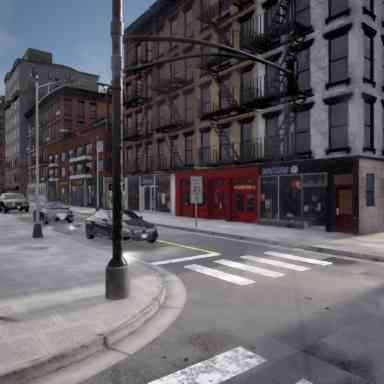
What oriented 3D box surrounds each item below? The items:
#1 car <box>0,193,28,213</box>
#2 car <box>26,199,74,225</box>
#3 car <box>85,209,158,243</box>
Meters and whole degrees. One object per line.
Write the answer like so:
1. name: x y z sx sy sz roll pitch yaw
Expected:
1. car: -19.106 1.153 35.697 2.150 2.045 5.566 0 1 -37
2. car: -10.035 1.455 23.862 2.128 1.511 4.902 0 0 -38
3. car: -3.383 1.508 15.235 1.812 1.442 4.674 0 0 -39
